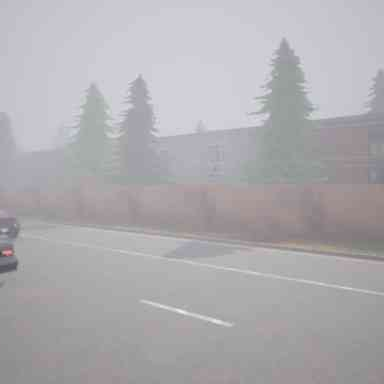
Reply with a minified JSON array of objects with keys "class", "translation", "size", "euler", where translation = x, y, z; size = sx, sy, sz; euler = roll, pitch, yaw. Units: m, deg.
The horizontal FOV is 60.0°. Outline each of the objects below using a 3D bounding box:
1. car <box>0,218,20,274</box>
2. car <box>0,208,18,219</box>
[{"class":"car","translation":[-6.687,1.454,8.776],"size":[5.357,1.411,2.033],"euler":[1,0,36]},{"class":"car","translation":[-9.639,1.378,15.176],"size":[4.674,1.442,1.812],"euler":[1,0,36]}]
